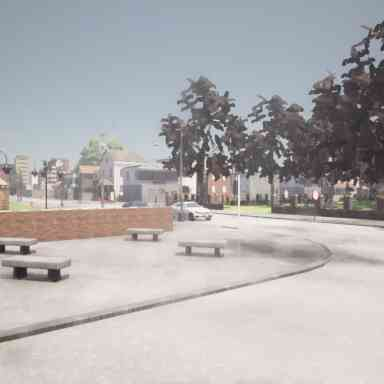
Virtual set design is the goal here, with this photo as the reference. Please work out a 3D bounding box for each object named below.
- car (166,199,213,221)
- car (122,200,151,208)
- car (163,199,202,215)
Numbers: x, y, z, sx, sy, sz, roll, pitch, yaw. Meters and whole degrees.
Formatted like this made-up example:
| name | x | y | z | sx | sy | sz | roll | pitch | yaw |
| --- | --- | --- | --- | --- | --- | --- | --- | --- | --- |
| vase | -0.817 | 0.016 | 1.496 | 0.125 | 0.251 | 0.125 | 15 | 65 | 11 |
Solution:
| name | x | y | z | sx | sy | sz | roll | pitch | yaw |
| --- | --- | --- | --- | --- | --- | --- | --- | --- | --- |
| car | -0.267 | 1.526 | 27.279 | 1.812 | 1.442 | 4.674 | 0 | 0 | -36 |
| car | -5.865 | 1.564 | 35.164 | 1.994 | 1.385 | 4.181 | 0 | 0 | -35 |
| car | -1.092 | 1.505 | 35.627 | 1.837 | 1.490 | 4.892 | 0 | 0 | -36 |
